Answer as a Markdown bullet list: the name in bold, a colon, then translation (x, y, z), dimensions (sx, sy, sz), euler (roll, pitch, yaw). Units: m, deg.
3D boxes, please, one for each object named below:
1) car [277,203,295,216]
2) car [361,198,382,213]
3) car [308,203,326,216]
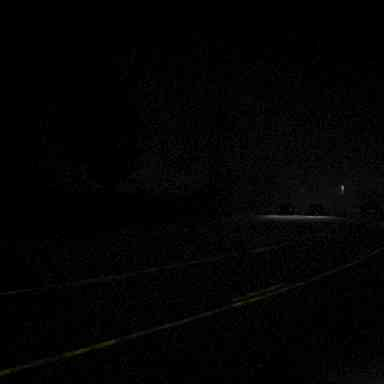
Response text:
- **car**: translation (11.595, 2.034, 40.779), dimensions (1.882, 1.535, 5.008), euler (-1, -1, 21)
- **car**: translation (25.441, 1.820, 47.223), dimensions (2.150, 2.045, 5.566), euler (-1, -1, 21)
- **car**: translation (14.849, 2.071, 39.495), dimensions (2.033, 1.411, 5.357), euler (-1, -1, 21)
